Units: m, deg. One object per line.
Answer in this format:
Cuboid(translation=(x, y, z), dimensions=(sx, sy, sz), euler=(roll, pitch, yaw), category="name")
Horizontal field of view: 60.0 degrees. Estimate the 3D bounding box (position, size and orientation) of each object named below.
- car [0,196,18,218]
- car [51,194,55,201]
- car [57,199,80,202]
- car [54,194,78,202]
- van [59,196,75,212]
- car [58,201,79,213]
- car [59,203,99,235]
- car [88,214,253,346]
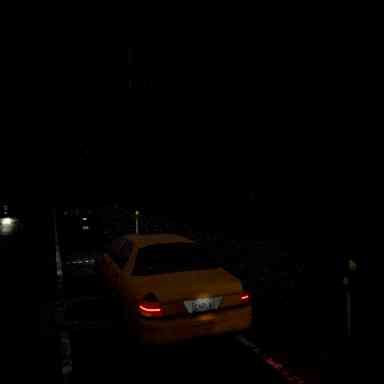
Cuboid(translation=(-17.284, 1.354, 29.813), dimensions=(2.097, 1.767, 4.553), euler=(0, 0, -23), category="car")
Cuboid(translation=(-31.948, 1.471, 79.387), dimensions=(1.967, 1.590, 4.097), euler=(0, 0, -24), category="car")
Cuboid(translation=(-10.433, 1.567, 28.837), dimensions=(1.947, 1.339, 4.313), euler=(0, 0, -23), category="car")
Cuboid(translation=(-12.570, 1.317, 33.931), dimensions=(2.192, 1.841, 5.009), euler=(0, 0, -23), category="car")
Cuboid(translation=(-14.706, 1.343, 39.024), dimensions=(1.690, 1.788, 3.998), euler=(0, 0, -23), category="van")
Cuboid(translation=(-8.296, 1.552, 23.743), dimensions=(2.008, 1.369, 4.403), euler=(0, 0, -23), category="car")
Cuboid(translation=(-6.160, 1.552, 18.650), dimensions=(2.008, 1.369, 4.403), euler=(0, 0, -23), category="car")
Cuboid(translation=(-0.844, 1.457, 6.730), dimensions=(1.801, 1.575, 5.366), euler=(0, 0, -23), category="car")
